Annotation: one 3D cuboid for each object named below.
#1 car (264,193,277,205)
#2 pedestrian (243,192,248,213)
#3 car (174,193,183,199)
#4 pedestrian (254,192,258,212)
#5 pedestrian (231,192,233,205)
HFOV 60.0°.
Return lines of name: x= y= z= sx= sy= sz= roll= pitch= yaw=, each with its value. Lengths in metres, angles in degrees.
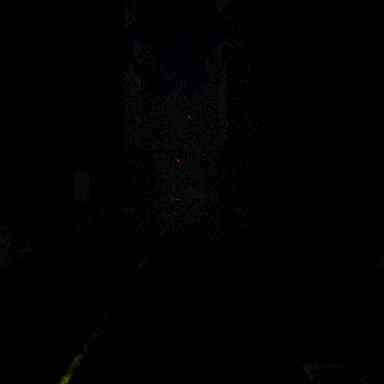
car: x=12.074 y=0.761 z=43.745 sx=5.009 sy=1.841 sz=2.192 roll=-1 pitch=2 yaw=0
pedestrian: x=4.629 y=0.895 z=28.908 sx=0.375 sy=1.860 sz=0.375 roll=0 pitch=1 yaw=0
car: x=-3.017 y=0.951 z=76.309 sx=1.994 sy=1.385 sz=4.181 roll=0 pitch=0 yaw=0
pedestrian: x=5.629 y=0.874 z=29.507 sx=0.375 sy=1.860 sz=0.375 roll=0 pitch=1 yaw=0
pedestrian: x=3.629 y=0.897 z=30.108 sx=0.375 sy=1.860 sz=0.375 roll=0 pitch=1 yaw=0
